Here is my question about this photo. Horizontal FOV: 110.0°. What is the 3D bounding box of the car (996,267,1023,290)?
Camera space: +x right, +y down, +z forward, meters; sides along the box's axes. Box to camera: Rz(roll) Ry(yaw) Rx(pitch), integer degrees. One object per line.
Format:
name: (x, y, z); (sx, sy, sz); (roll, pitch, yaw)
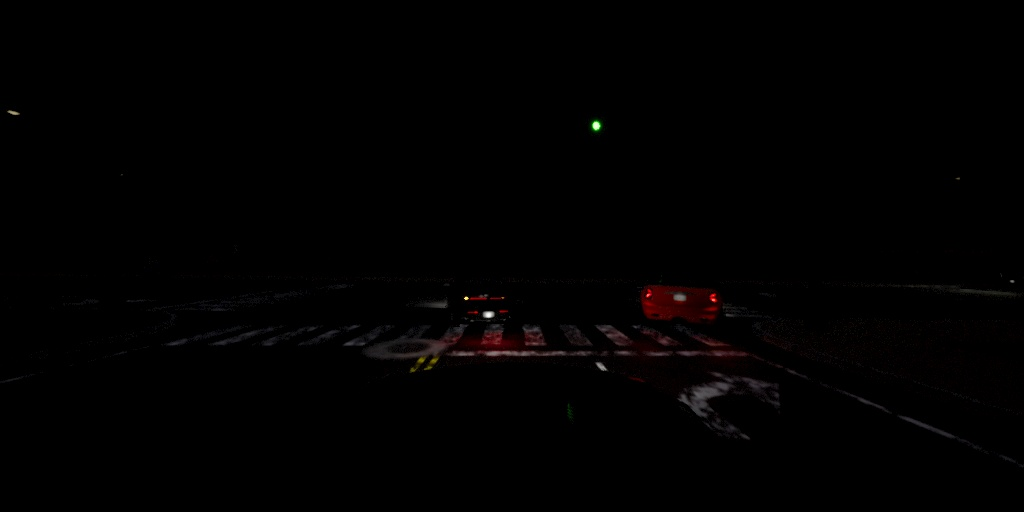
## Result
car: (35.945, 1.355, 23.718); (5.566, 2.045, 2.150); (1, 0, 2)

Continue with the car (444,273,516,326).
car: (-1.149, 1.298, 11.907); (1.837, 1.490, 4.892); (0, 0, -13)

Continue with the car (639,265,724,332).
car: (5.429, 1.172, 11.471); (2.097, 1.767, 4.553); (2, 0, 27)

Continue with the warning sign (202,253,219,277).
warning sign: (-23.463, 0.701, 27.995); (1.060, 1.860, 1.300); (0, 0, 1)
